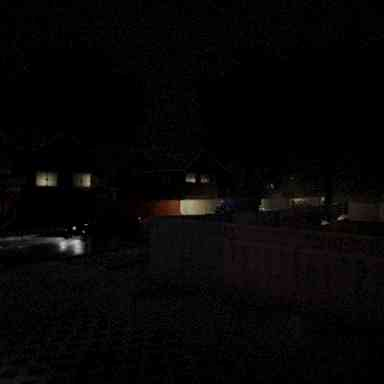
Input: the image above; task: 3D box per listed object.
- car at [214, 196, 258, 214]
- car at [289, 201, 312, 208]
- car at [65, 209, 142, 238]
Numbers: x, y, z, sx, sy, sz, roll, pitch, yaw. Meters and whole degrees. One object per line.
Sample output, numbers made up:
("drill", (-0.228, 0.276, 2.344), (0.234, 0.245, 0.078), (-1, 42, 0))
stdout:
("car", (4.179, 1.384, 30.694), (2.150, 2.045, 5.566), (0, 0, 35))
("car", (15.132, 1.888, 45.953), (2.033, 1.411, 5.357), (0, 0, 35))
("car", (-4.705, 1.633, 18.187), (1.994, 1.385, 4.181), (0, 0, 35))
